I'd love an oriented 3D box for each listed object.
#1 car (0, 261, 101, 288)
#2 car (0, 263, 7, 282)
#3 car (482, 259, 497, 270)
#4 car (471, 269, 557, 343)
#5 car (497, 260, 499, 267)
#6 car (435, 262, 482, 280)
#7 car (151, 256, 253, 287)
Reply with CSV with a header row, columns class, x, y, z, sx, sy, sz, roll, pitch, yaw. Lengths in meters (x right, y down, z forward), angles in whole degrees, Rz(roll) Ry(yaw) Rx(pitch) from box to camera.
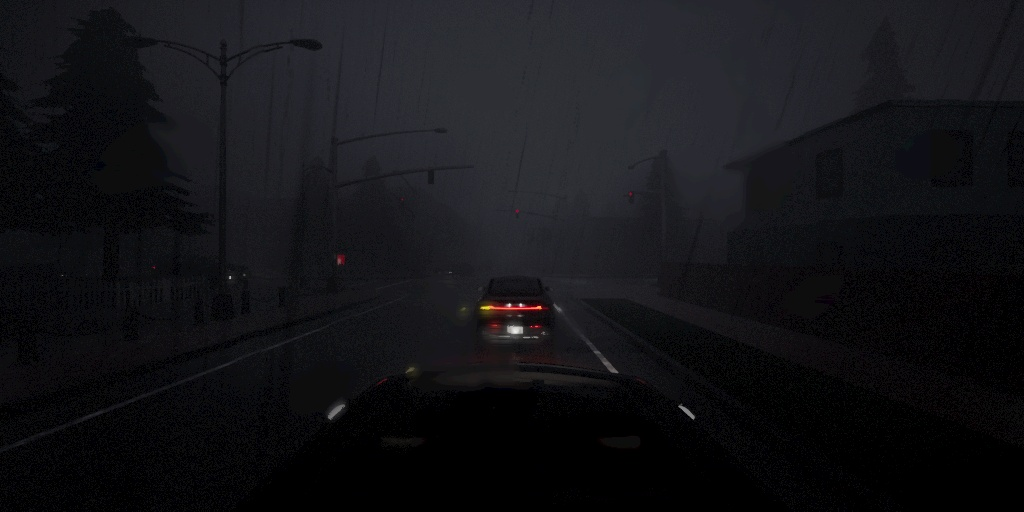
class,x,y,z,sx,sy,sz,roll,pitch,yaw
car,-31.102,1.257,23.733,4.902,1.511,2.128,0,0,-1
car,-41.893,1.291,27.119,4.674,1.442,1.812,0,0,-1
car,-3.494,1.297,47.683,2.033,1.411,5.357,0,0,0
car,0.093,1.255,9.698,1.837,1.490,4.892,0,0,0
car,-3.410,1.242,64.901,2.128,1.511,4.902,0,0,1
car,-4.846,1.258,31.628,1.837,1.490,4.892,2,0,22
car,-20.664,0.987,24.009,5.566,2.045,2.150,0,0,-1
